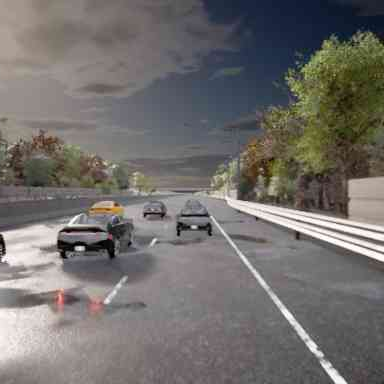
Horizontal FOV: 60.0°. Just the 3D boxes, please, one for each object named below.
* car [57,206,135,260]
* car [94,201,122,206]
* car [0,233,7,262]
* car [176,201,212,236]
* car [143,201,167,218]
[{"bbox_3d":[-3.396,1.497,12.501,2.128,1.511,4.902,0,0,0],"label":"car"},{"bbox_3d":[-6.885,1.495,27.249,1.882,1.535,5.008,0,0,0],"label":"car"},{"bbox_3d":[-6.893,1.496,8.801,2.128,1.511,4.902,0,0,0],"label":"car"},{"bbox_3d":[0.111,1.501,18.645,2.128,1.511,4.902,0,0,0],"label":"car"},{"bbox_3d":[-3.379,1.568,30.932,2.033,1.411,5.357,0,0,0],"label":"car"}]
